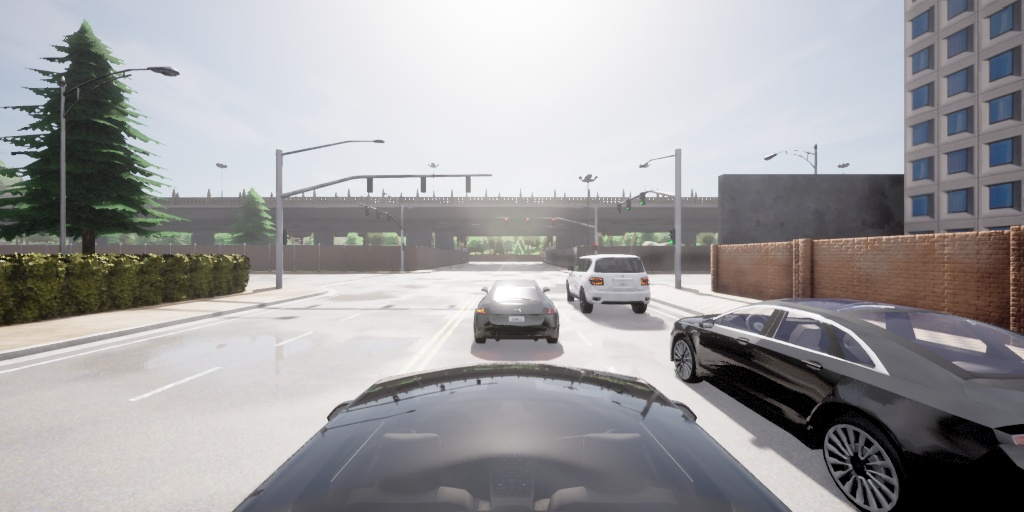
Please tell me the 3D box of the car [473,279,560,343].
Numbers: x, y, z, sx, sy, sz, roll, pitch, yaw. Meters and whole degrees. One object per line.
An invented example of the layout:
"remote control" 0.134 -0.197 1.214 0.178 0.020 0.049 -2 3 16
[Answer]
"car" 0.099 1.314 9.655 1.994 1.385 4.181 0 0 0

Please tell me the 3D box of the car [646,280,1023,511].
"car" 3.597 1.242 4.192 2.128 1.511 4.902 0 0 0

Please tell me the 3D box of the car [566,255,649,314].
"car" 3.499 0.971 13.998 2.150 2.045 5.566 0 0 0
